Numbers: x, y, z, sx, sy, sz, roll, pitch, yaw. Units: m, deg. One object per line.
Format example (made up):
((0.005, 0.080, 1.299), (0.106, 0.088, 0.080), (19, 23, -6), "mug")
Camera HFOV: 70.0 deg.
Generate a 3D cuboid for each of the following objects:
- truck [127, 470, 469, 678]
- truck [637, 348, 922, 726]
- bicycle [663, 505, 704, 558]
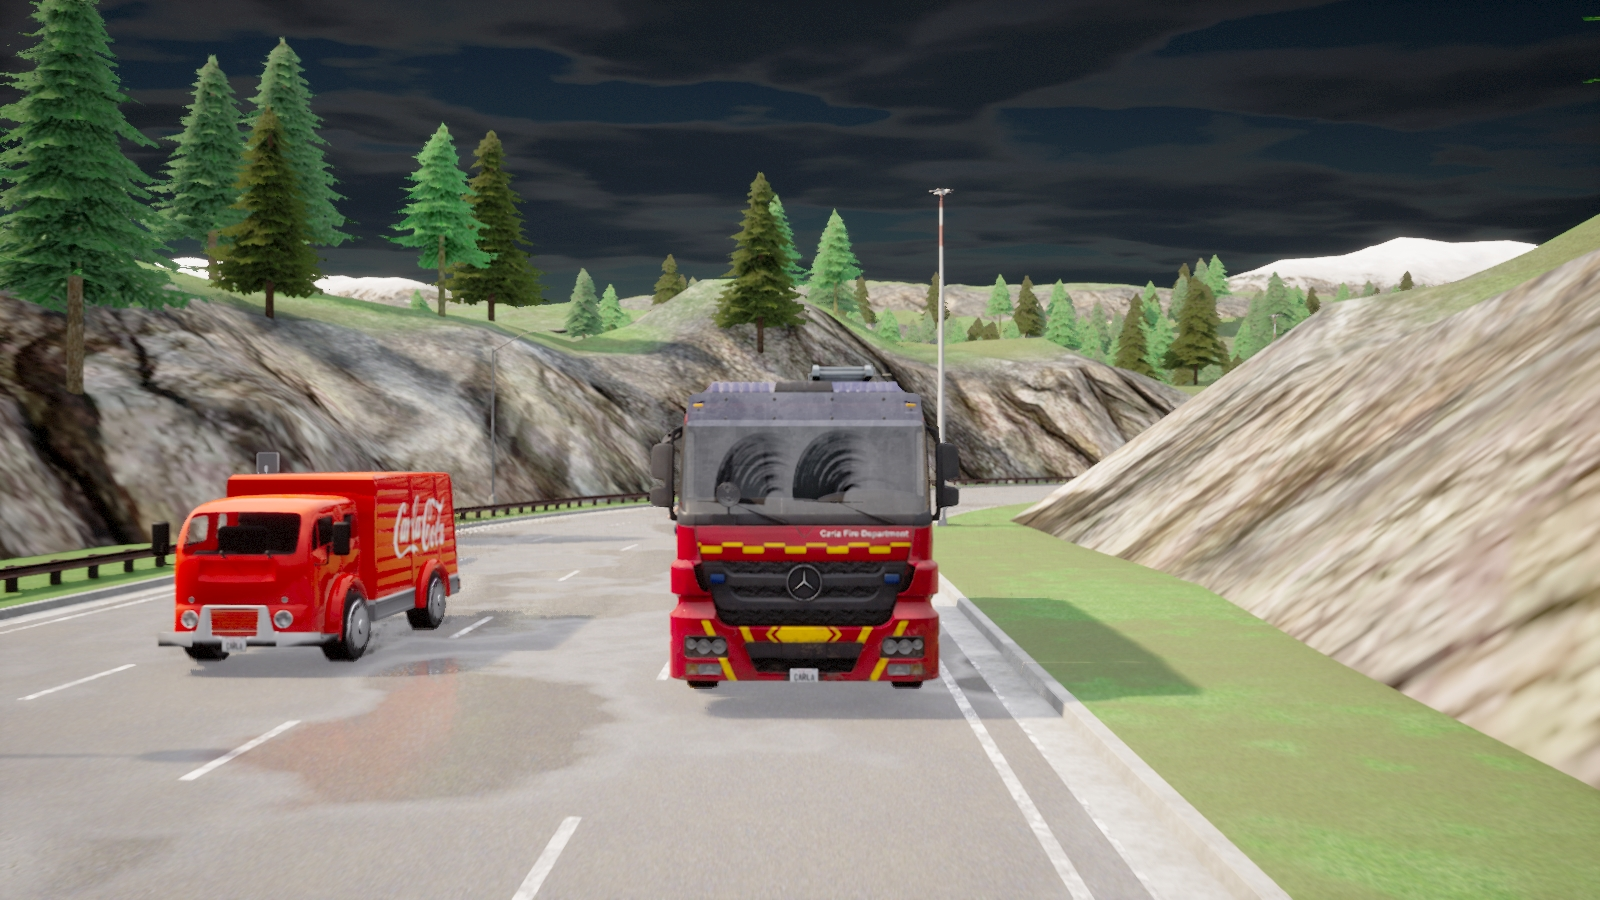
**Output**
((-6.895, 1.561, 16.569), (2.627, 2.467, 5.204), (0, 0, 1), "truck")
((-0.170, 0.882, 15.808), (2.891, 3.827, 8.468), (0, 0, 1), "truck")
((-3.084, 2.143, 30.292), (0.859, 1.277, 1.487), (0, 0, 3), "bicycle")
